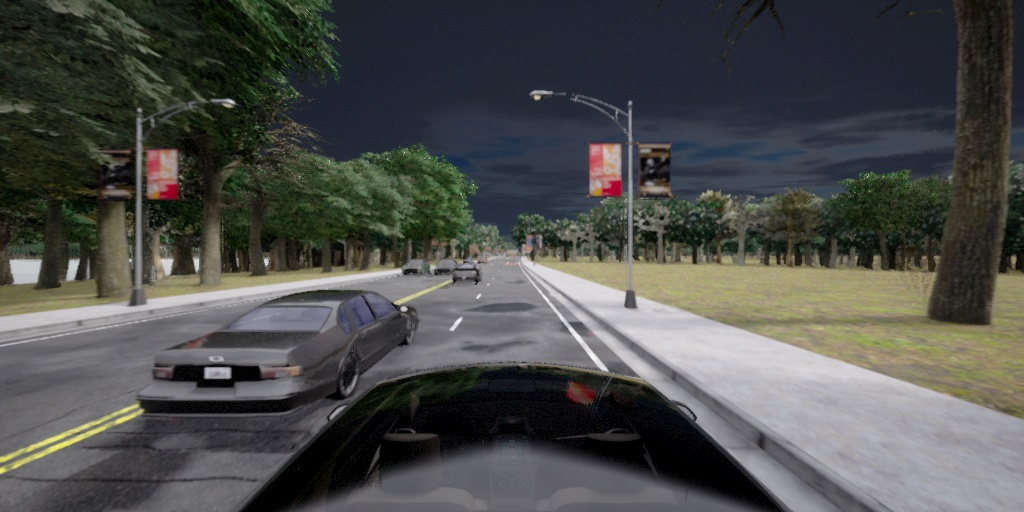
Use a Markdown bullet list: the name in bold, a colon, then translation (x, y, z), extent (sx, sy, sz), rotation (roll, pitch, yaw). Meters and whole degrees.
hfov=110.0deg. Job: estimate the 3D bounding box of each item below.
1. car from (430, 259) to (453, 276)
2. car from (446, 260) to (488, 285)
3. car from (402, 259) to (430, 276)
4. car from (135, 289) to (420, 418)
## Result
- **car**: translation (-6.651, 1.138, 37.036), extent (2.097, 1.767, 4.553), rotation (0, 0, 0)
- **car**: translation (-3.203, 1.263, 26.437), extent (2.128, 1.511, 4.902), rotation (0, 0, 0)
- **car**: translation (-9.900, 1.138, 37.471), extent (2.097, 1.767, 4.553), rotation (0, 0, 0)
- **car**: translation (-3.153, 1.301, 6.347), extent (2.033, 1.411, 5.357), rotation (0, 0, 0)
